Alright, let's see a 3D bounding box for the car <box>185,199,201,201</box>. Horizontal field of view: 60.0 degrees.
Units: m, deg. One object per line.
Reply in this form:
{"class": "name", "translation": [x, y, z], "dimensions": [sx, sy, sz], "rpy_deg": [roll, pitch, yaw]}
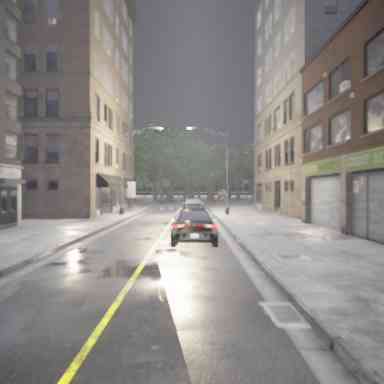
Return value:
{"class": "car", "translation": [0.090, 1.365, 30.319], "dimensions": [2.128, 1.511, 4.902], "rpy_deg": [0, 0, 0]}

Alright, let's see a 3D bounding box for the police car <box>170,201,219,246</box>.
{"class": "police car", "translation": [0.097, 1.450, 15.080], "dimensions": [2.038, 1.542, 4.974], "rpy_deg": [0, 1, 0]}
